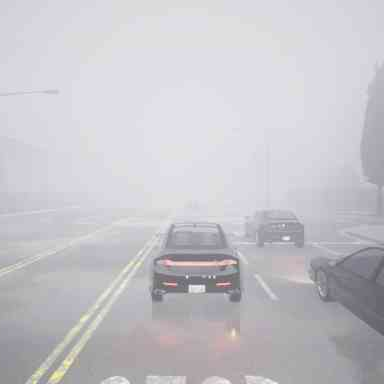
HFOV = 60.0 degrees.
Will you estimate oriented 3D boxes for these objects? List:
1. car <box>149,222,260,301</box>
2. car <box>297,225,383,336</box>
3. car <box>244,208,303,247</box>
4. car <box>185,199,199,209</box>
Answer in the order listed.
[{"bbox_3d":[0.080,1.492,8.287,2.128,1.511,4.902,0,0,0],"label":"car"},{"bbox_3d":[3.587,1.547,5.242,2.033,1.411,5.357,0,0,0],"label":"car"},{"bbox_3d":[3.562,1.505,14.989,1.837,1.490,4.892,0,0,0],"label":"car"},{"bbox_3d":[-0.008,1.601,44.106,1.895,1.301,4.718,0,0,0],"label":"car"}]
